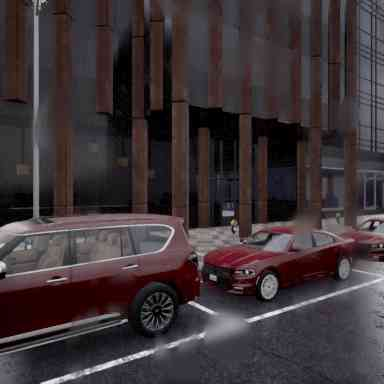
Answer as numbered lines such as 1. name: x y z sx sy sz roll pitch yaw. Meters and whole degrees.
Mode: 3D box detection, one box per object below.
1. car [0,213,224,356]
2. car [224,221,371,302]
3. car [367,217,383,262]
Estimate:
1. car: -2.174 1.315 5.095 5.009 1.841 2.192 0 0 -35
2. car: 2.274 1.545 8.255 4.507 1.381 1.887 0 0 -35
3. car: 6.723 1.546 11.416 4.507 1.381 1.887 0 0 -35
